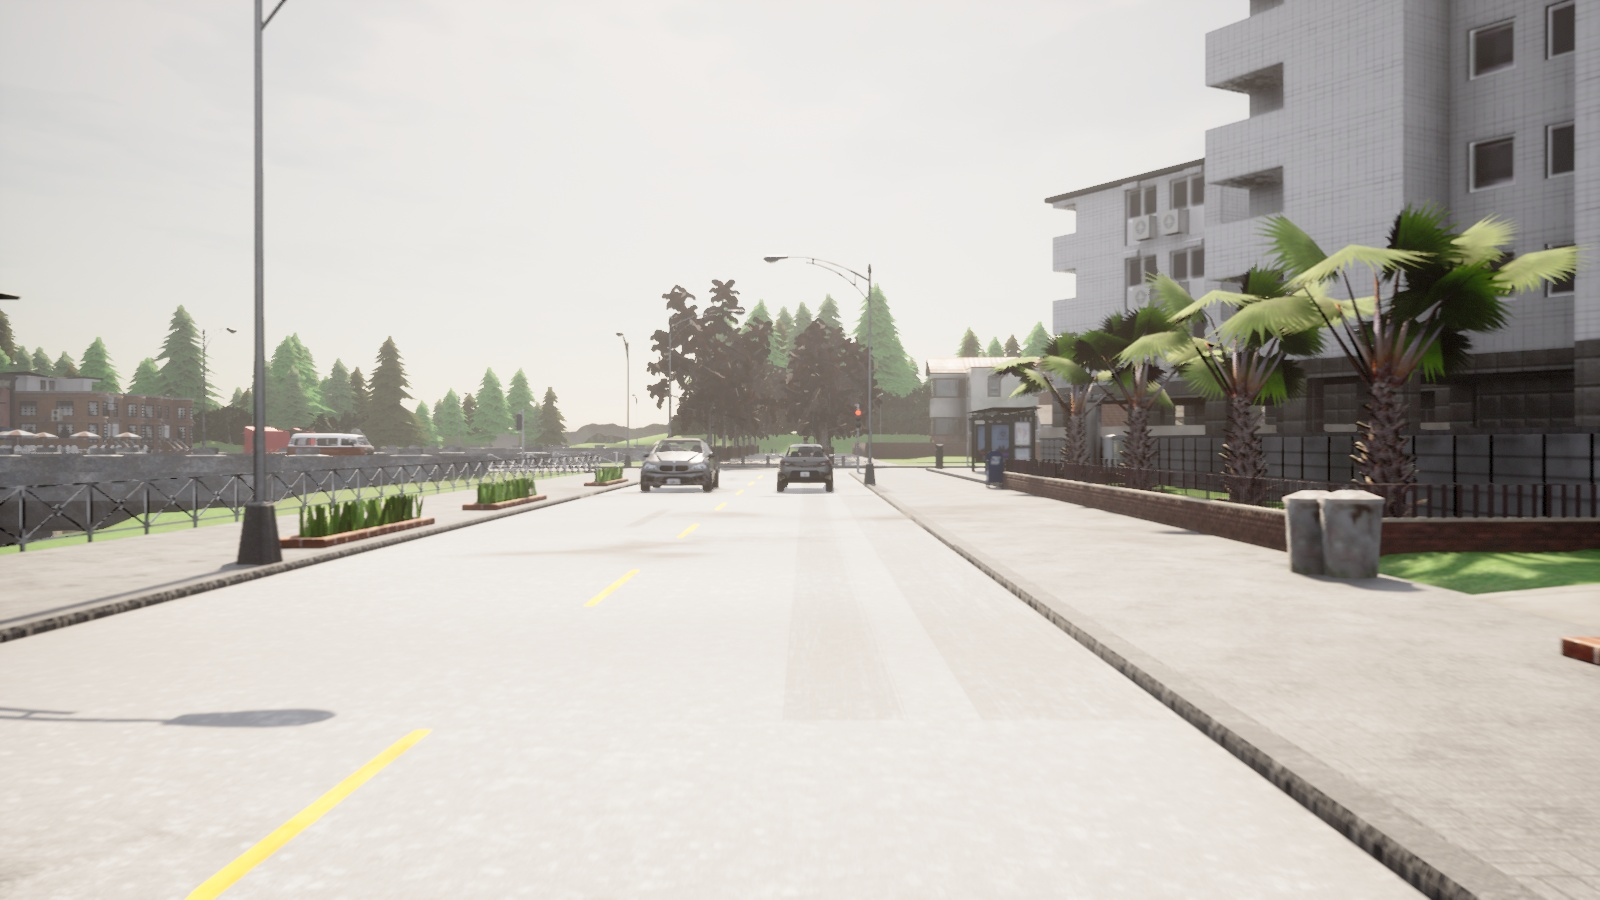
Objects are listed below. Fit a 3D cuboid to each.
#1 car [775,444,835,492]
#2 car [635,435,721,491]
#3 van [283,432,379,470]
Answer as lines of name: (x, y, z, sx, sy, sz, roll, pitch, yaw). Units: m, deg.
car: (0.196, 0.534, 40.141, 1.816, 1.474, 4.193, 0, 0, 1)
car: (-3.785, 0.364, 39.799, 2.242, 1.667, 4.611, 0, 0, 0)
van: (-25.607, 0.063, 68.681, 4.480, 2.038, 2.069, 0, 0, 0)
